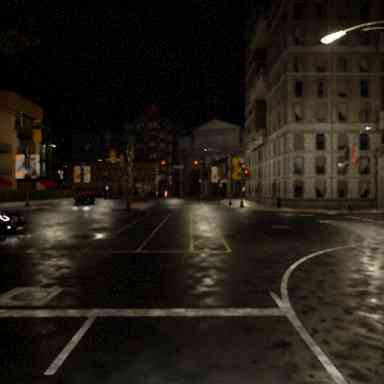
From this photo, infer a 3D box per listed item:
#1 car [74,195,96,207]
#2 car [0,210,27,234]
[{"bbox_3d":[-15.092,1.254,47.052,1.837,1.490,4.892,0,1,0],"label":"car"},{"bbox_3d":[-10.965,1.260,16.970,4.553,1.767,2.097,0,0,0],"label":"car"}]
